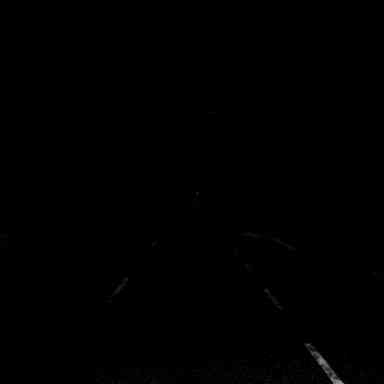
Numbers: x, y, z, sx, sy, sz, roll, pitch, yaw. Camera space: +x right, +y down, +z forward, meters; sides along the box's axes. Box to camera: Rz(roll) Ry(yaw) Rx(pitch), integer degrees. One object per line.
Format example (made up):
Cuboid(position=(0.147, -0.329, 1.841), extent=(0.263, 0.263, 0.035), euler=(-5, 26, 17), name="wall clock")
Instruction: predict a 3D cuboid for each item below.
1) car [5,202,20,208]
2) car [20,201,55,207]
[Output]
Cuboid(position=(-21.069, 1.963, 40.652), extent=(1.994, 1.385, 4.181), euler=(0, 0, 0), name="car")
Cuboid(position=(-17.576, 1.877, 39.085), extent=(2.128, 1.511, 4.902), euler=(0, -1, 0), name="car")
